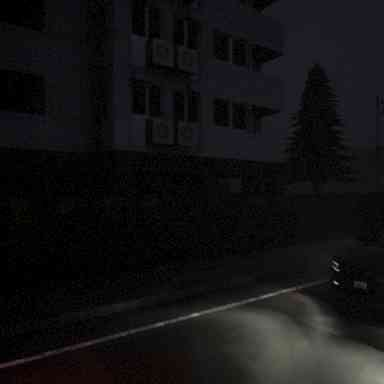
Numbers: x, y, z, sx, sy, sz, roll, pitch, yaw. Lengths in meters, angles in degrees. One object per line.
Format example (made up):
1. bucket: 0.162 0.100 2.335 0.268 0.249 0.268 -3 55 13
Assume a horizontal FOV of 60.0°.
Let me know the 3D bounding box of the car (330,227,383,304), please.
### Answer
1. car: 5.191 1.460 7.639 5.008 1.535 1.882 0 0 -35
